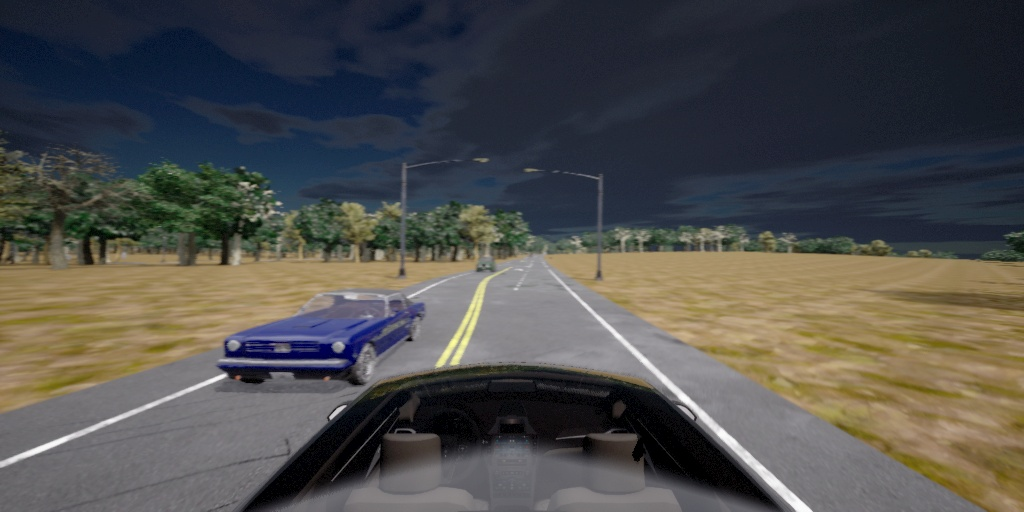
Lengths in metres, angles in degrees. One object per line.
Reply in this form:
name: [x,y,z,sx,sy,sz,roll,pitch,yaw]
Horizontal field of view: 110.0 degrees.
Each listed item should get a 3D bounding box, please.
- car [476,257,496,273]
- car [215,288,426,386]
car: [-3.403,1.161,48.276,2.150,2.045,5.566,1,0,4]
car: [-3.140,1.347,7.090,1.895,1.301,4.718,1,-1,0]
